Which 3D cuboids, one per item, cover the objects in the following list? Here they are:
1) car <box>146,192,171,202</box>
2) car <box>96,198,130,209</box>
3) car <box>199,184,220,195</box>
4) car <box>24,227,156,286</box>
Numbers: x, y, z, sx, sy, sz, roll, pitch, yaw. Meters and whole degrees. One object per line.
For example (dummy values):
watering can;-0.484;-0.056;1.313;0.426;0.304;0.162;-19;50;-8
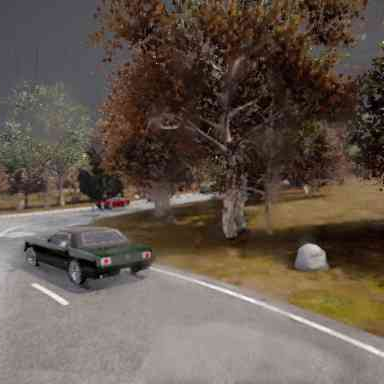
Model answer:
car;-5.134;0.727;51.948;1.837;1.490;4.892;0;5;32
car;-10.176;1.426;43.096;1.895;1.301;4.718;0;3;28
car;3.573;-0.654;64.609;2.150;2.045;5.566;0;4;37
car;-3.242;1.692;9.825;4.718;1.301;1.895;0;-1;44
